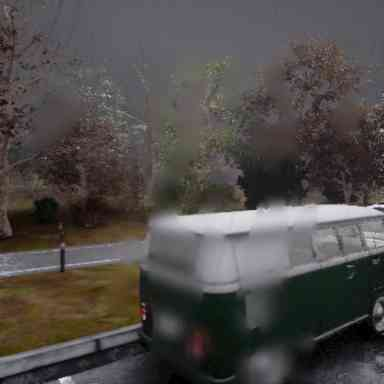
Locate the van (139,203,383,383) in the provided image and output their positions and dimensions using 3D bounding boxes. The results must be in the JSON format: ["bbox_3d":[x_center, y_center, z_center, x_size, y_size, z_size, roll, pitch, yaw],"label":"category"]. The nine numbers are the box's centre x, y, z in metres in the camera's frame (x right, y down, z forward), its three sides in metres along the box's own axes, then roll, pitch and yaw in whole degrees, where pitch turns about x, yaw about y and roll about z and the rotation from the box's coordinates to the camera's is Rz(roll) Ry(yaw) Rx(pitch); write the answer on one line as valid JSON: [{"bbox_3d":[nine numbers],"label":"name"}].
[{"bbox_3d":[1.496,1.241,5.087,4.442,1.987,1.878,-1,0,-35],"label":"van"}]
